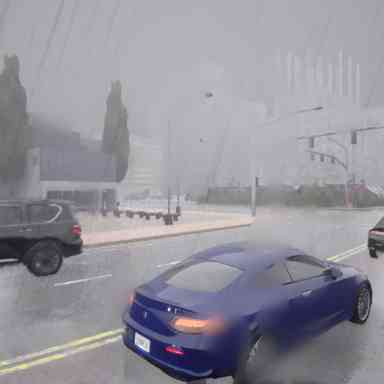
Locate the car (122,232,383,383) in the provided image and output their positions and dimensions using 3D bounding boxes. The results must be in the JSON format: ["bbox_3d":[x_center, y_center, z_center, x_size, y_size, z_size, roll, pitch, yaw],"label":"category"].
[{"bbox_3d":[1.162,1.526,5.278,4.674,1.442,1.812,0,0,-42],"label":"car"}]

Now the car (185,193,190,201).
[{"bbox_3d":[0.013,1.156,76.458,1.905,1.878,3.866,0,0,44],"label":"car"}]

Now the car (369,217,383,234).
[{"bbox_3d":[7.747,1.491,11.790,2.128,1.511,4.902,0,0,43],"label":"car"}]

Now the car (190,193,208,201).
[{"bbox_3d":[2.097,1.395,74.448,1.970,1.475,3.806,0,0,44],"label":"car"}]

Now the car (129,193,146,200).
[{"bbox_3d":[-14.188,1.156,90.002,1.905,1.878,3.866,0,0,44],"label":"car"}]

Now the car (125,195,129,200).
[{"bbox_3d":[-16.241,1.153,92.043,1.932,1.855,4.605,0,0,44],"label":"car"}]

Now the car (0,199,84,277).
[{"bbox_3d":[-5.695,1.221,8.651,5.566,2.045,2.150,0,0,-39],"label":"car"}]
